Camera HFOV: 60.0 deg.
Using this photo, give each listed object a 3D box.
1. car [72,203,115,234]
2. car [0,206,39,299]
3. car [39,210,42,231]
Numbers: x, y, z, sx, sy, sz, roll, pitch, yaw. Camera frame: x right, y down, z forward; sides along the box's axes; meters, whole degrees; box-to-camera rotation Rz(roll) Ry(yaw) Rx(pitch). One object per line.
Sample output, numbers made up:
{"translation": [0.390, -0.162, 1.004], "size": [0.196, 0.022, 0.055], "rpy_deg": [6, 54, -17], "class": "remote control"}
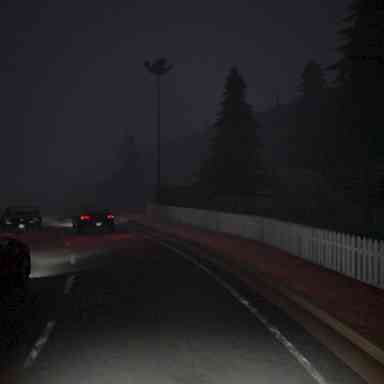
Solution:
{"translation": [-5.354, 1.329, 17.942], "size": [1.812, 1.442, 4.674], "rpy_deg": [-1, 1, -24], "class": "car"}
{"translation": [-4.557, 1.303, 6.000], "size": [2.097, 1.767, 4.553], "rpy_deg": [-1, 1, -11], "class": "car"}
{"translation": [-9.507, 1.419, 18.791], "size": [1.895, 1.301, 4.718], "rpy_deg": [-1, 1, -25], "class": "car"}
